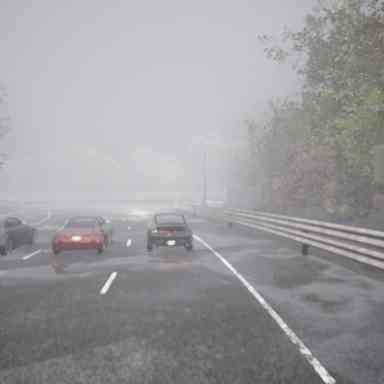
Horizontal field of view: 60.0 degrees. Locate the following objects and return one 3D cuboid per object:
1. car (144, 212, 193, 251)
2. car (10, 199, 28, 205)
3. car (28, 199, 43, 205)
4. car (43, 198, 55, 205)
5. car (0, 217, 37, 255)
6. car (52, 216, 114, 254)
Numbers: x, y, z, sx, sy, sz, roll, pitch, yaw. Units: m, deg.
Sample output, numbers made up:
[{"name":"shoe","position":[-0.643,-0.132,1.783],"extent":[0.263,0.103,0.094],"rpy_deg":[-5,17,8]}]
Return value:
[{"name":"car","position":[-1.095,1.661,14.894],"extent":[1.837,1.490,4.892],"rpy_deg":[0,0,-8]},{"name":"car","position":[-40.418,2.345,76.755],"extent":[4.181,1.385,1.994],"rpy_deg":[-1,-1,41]},{"name":"car","position":[-38.018,2.336,79.303],"extent":[4.674,1.442,1.812],"rpy_deg":[-1,-1,41]},{"name":"car","position":[-35.619,2.309,81.852],"extent":[5.008,1.535,1.882],"rpy_deg":[-1,-1,41]},{"name":"car","position":[-8.010,1.715,13.815],"extent":[1.994,1.385,4.181],"rpy_deg":[0,-1,-8]},{"name":"car","position":[-4.561,1.717,14.392],"extent":[1.994,1.385,4.181],"rpy_deg":[0,-1,-7]}]
